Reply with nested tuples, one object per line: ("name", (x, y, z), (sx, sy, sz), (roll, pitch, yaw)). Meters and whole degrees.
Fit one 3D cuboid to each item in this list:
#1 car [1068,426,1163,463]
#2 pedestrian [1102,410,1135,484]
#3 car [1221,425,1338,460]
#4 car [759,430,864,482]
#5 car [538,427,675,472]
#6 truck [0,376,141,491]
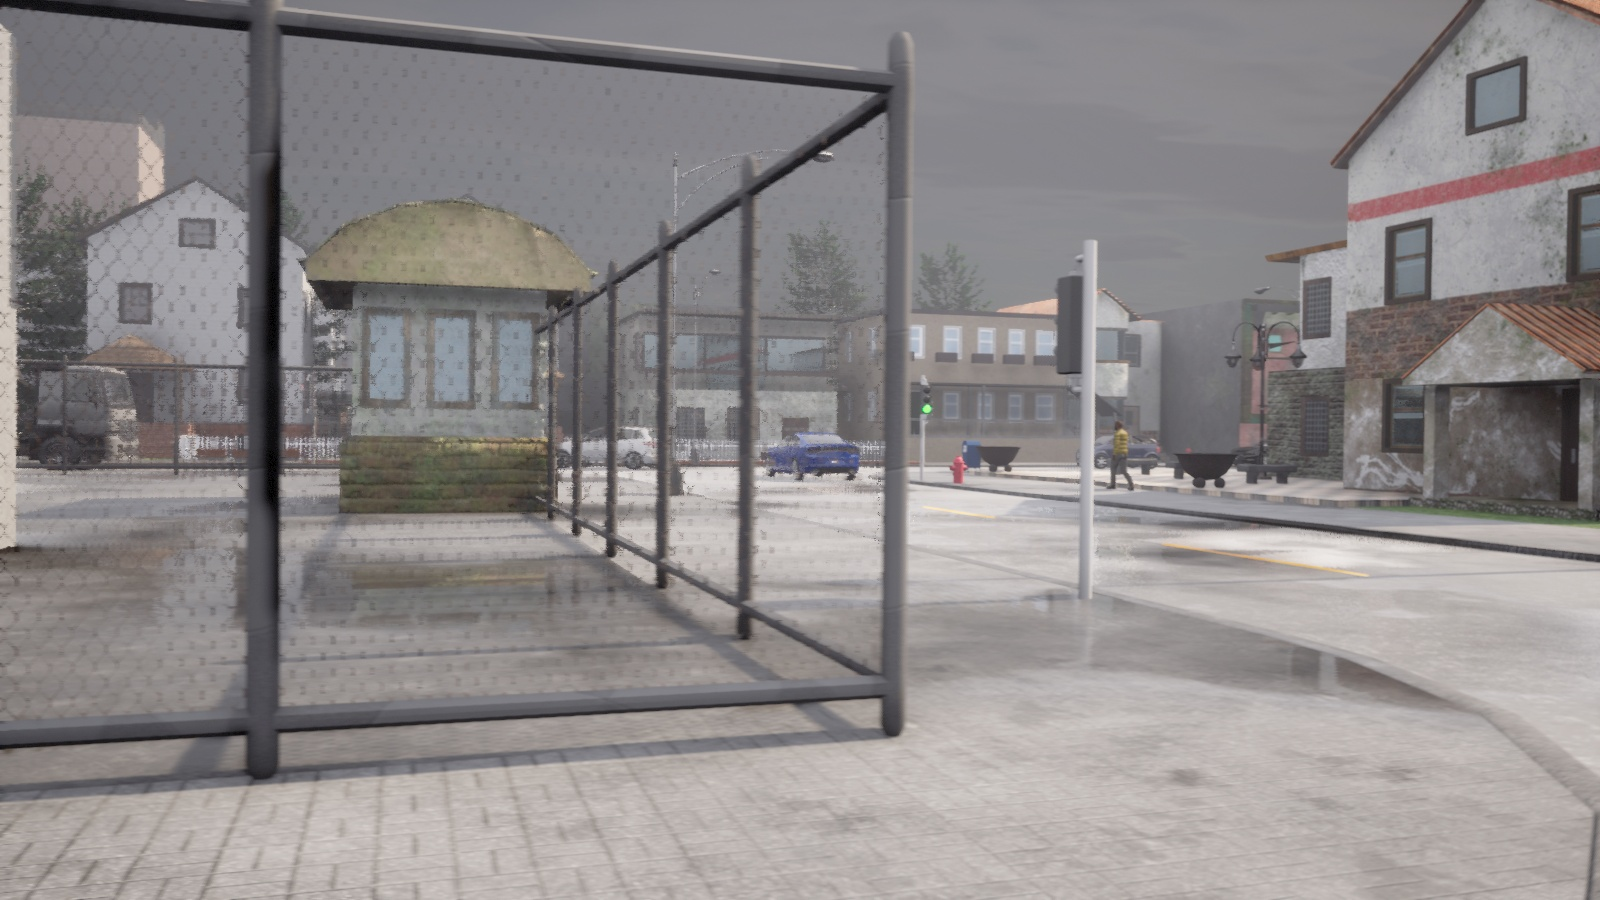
("car", (13.979, -0.246, 55.638), (3.705, 1.549, 1.789), (-1, 1, -18))
("pedestrian", (8.090, -0.080, 31.929), (0.370, 1.835, 0.726), (-1, 1, -35))
("car", (22.235, -0.378, 58.241), (5.008, 1.535, 1.882), (-1, 1, -18))
("car", (0.278, 0.149, 39.955), (1.882, 1.535, 5.008), (-1, 1, -17))
("car", (-7.360, -0.025, 47.959), (4.611, 1.667, 2.242), (0, 1, 16))
("truck", (-25.281, -0.514, 39.072), (7.936, 3.462, 2.891), (-1, 1, -15))
